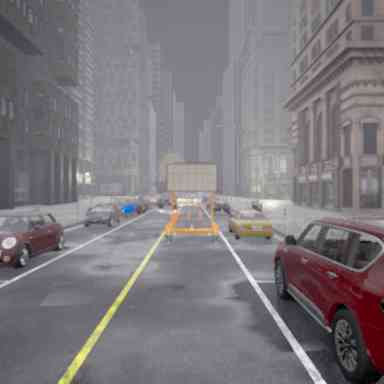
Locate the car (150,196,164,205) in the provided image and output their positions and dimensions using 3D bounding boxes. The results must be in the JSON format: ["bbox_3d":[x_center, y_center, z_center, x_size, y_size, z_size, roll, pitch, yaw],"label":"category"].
[{"bbox_3d":[-5.757,1.344,55.059,1.887,1.381,4.507,0,0,0],"label":"car"}]

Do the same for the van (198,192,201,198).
[{"bbox_3d":[2.802,1.083,71.613,1.690,1.788,3.998,0,0,0],"label":"van"}]

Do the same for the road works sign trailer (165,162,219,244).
[{"bbox_3d":[0.005,0.407,15.399,2.380,3.560,2.880,0,0,0],"label":"road works sign trailer"}]

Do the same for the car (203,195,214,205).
[{"bbox_3d":[2.789,1.421,43.989,1.802,1.307,4.206,0,0,0],"label":"car"}]

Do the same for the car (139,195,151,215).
[{"bbox_3d":[-5.758,1.194,32.956,2.192,1.841,5.009,0,0,0],"label":"car"}]

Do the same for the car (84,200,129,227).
[{"bbox_3d":[-5.760,1.470,21.906,2.008,1.369,4.403,0,0,0],"label":"car"}]

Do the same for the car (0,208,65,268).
[{"bbox_3d":[-5.760,1.400,10.855,1.967,1.590,4.097,0,0,0],"label":"car"}]

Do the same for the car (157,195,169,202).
[{"bbox_3d":[-5.756,1.305,66.109,1.887,1.381,4.507,0,0,0],"label":"car"}]

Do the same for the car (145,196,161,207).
[{"bbox_3d":[-5.757,1.345,49.363,1.752,1.417,4.829,0,0,0],"label":"car"}]

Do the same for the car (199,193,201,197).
[{"bbox_3d":[2.799,1.305,66.088,1.887,1.381,4.507,0,0,0],"label":"car"}]

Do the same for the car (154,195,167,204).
[{"bbox_3d":[-5.756,1.325,60.584,1.887,1.381,4.507,0,0,0],"label":"car"}]

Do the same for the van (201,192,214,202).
[{"bbox_3d":[2.795,1.141,55.038,1.690,1.788,3.998,0,0,0],"label":"van"}]

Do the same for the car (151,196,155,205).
[{"bbox_3d":[-5.758,1.404,38.482,1.887,1.381,4.507,0,0,0],"label":"car"}]

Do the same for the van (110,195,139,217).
[{"bbox_3d":[-5.758,1.240,27.431,1.690,1.788,3.998,0,0,0],"label":"van"}]

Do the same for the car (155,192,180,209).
[{"bbox_3d":[-3.071,1.067,42.858,2.150,2.045,5.566,0,0,0],"label":"car"}]

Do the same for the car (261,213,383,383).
[{"bbox_3d":[2.772,1.295,5.314,2.192,1.841,5.009,0,0,0],"label":"car"}]

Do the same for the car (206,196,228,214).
[{"bbox_3d":[2.784,1.430,32.939,2.008,1.369,4.403,0,0,0],"label":"car"}]

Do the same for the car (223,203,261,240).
[{"bbox_3d":[2.776,1.464,16.534,1.752,1.417,4.829,0,0,0],"label":"car"}]
